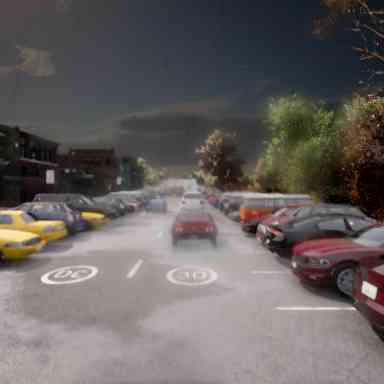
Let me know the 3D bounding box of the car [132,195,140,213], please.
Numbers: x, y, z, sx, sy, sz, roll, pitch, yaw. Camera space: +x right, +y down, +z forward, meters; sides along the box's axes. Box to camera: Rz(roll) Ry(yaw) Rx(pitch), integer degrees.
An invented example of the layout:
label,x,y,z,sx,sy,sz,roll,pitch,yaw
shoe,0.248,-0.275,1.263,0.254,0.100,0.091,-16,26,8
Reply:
label,x,y,z,sx,sy,sz,roll,pitch,yaw
car,-7.672,1.325,30.234,5.008,1.535,2.097,0,0,0

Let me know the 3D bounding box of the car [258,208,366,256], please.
label,x,y,z,sx,sy,sz,roll,pitch,yaw
car,4.897,1.425,10.650,5.008,1.535,2.097,0,0,0

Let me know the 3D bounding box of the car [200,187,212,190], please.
label,x,y,z,sx,sy,sz,roll,pitch,yaw
car,5.127,0.175,87.375,4.553,1.767,2.185,0,1,0

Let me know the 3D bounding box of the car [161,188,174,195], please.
label,x,y,z,sx,sy,sz,roll,pitch,yaw
car,-7.907,0.338,87.491,4.674,1.452,2.002,1,1,0

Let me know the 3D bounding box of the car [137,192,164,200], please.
label,x,y,z,sx,sy,sz,roll,pitch,yaw
car,-7.666,0.781,61.333,4.674,1.452,2.002,0,1,0

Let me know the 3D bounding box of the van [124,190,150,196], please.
label,x,y,z,sx,sy,sz,roll,pitch,yaw
van,-7.551,1.023,38.848,4.442,1.987,1.878,0,1,0

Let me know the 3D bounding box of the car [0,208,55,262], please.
label,x,y,z,sx,sy,sz,roll,pitch,yaw
car,-7.480,1.423,10.454,5.366,1.575,1.946,0,0,0

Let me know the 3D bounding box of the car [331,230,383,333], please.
label,x,y,z,sx,sy,sz,roll,pitch,yaw
car,4.932,1.484,4.879,4.792,1.488,2.163,0,0,0

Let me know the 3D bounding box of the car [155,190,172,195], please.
label,x,y,z,sx,sy,sz,roll,pitch,yaw
car,-7.908,0.194,92.914,4.792,1.488,2.163,0,1,0

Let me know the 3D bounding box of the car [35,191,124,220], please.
label,x,y,z,sx,sy,sz,roll,pitch,yaw
car,-7.638,1.117,21.756,5.566,2.045,2.435,0,0,0

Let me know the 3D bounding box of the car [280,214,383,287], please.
label,x,y,z,sx,sy,sz,roll,pitch,yaw
car,4.907,1.439,7.827,5.008,1.535,2.097,0,0,0

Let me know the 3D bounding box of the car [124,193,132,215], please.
label,x,y,z,sx,sy,sz,roll,pitch,yaw
car,-7.635,1.214,27.408,4.553,1.767,2.185,0,0,0

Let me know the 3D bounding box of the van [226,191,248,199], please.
label,x,y,z,sx,sy,sz,roll,pitch,yaw
van,5.021,1.128,24.643,4.442,1.987,1.878,0,0,0

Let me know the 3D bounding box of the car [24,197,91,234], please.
label,x,y,z,sx,sy,sz,roll,pitch,yaw
car,-7.635,1.272,16.105,4.553,1.767,2.185,0,0,0

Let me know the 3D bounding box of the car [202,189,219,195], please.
label,x,y,z,sx,sy,sz,roll,pitch,yaw
car,5.173,0.035,93.070,4.553,1.767,2.185,0,1,0

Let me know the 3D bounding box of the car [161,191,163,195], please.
label,x,y,z,sx,sy,sz,roll,pitch,yaw
car,-7.673,0.934,52.857,5.008,1.535,2.097,0,1,0

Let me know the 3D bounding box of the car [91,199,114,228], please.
label,x,y,z,sx,sy,sz,roll,pitch,yaw
car,-7.481,1.380,18.932,5.366,1.575,1.946,0,0,0

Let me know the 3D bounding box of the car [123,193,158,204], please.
label,x,y,z,sx,sy,sz,roll,pitch,yaw
car,-7.662,0.998,50.033,5.008,1.535,2.097,0,1,0

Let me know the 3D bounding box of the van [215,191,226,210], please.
label,x,y,z,sx,sy,sz,roll,pitch,yaw
van,4.787,1.084,33.114,4.442,1.987,1.878,0,0,0

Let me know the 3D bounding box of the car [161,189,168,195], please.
label,x,y,z,sx,sy,sz,roll,pitch,yaw
car,-7.639,0.707,64.159,4.792,1.488,2.163,0,1,0

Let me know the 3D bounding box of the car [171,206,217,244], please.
label,x,y,z,sx,sy,sz,roll,pitch,yaw
car,0.091,1.521,15.463,1.895,1.301,4.718,0,0,0

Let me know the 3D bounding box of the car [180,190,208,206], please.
label,x,y,z,sx,sy,sz,roll,pitch,yaw
car,0.093,1.061,31.313,2.150,2.045,5.566,0,0,0

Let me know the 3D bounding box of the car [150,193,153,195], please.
label,x,y,z,sx,sy,sz,roll,pitch,yaw
car,-7.665,1.231,41.559,4.674,1.452,2.002,0,1,0

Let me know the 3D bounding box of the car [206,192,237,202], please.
label,x,y,z,sx,sy,sz,roll,pitch,yaw
car,4.906,0.866,55.845,5.008,1.535,2.097,0,1,0

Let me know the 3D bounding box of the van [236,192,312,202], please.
label,x,y,z,sx,sy,sz,roll,pitch,yaw
van,5.018,1.156,18.993,4.442,1.987,1.878,0,0,0

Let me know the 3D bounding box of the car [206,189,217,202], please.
label,x,y,z,sx,sy,sz,roll,pitch,yaw
car,4.881,0.935,41.725,5.566,2.045,2.435,0,1,0

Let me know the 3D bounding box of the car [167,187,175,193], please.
label,x,y,z,sx,sy,sz,roll,pitch,yaw
car,-8.115,0.230,90.130,5.366,1.575,1.946,0,1,0

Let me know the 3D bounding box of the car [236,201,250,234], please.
label,x,y,z,sx,sy,sz,roll,pitch,yaw
car,4.907,1.396,16.297,5.008,1.535,2.097,0,0,0

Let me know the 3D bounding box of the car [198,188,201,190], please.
label,x,y,z,sx,sy,sz,roll,pitch,yaw
car,5.179,-0.019,90.157,5.566,2.045,2.435,0,1,0

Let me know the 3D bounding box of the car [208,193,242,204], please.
label,x,y,z,sx,sy,sz,roll,pitch,yaw
car,4.916,0.998,50.074,4.892,1.521,2.231,0,1,0

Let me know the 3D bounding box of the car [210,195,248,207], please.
label,x,y,z,sx,sy,sz,roll,pitch,yaw
car,4.879,1.152,44.554,4.792,1.488,2.163,0,1,0

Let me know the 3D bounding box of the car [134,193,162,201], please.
label,x,y,z,sx,sy,sz,roll,pitch,yaw
car,-7.666,0.846,58.508,4.674,1.452,2.002,0,1,0

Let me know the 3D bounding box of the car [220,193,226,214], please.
label,x,y,z,sx,sy,sz,roll,pitch,yaw
car,4.873,1.213,27.591,4.553,1.767,2.185,0,0,0

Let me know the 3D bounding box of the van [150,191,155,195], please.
label,x,y,z,sx,sy,sz,roll,pitch,yaw
van,-7.551,0.901,44.377,4.442,1.987,1.878,0,1,0

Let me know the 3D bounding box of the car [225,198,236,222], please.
label,x,y,z,sx,sy,sz,roll,pitch,yaw
car,4.909,1.369,21.820,4.892,1.521,2.231,0,0,0

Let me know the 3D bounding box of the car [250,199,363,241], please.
label,x,y,z,sx,sy,sz,roll,pitch,yaw
car,4.933,1.285,13.473,4.553,1.767,2.185,0,0,0

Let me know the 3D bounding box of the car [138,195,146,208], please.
label,x,y,z,sx,sy,sz,roll,pitch,yaw
car,-7.664,1.331,35.895,4.674,1.452,2.002,0,0,0

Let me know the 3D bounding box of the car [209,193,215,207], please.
label,x,y,z,sx,sy,sz,roll,pitch,yaw
car,4.903,1.248,38.896,5.008,1.535,2.097,0,1,0

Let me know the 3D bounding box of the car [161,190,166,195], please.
label,x,y,z,sx,sy,sz,roll,pitch,yaw
car,-7.483,0.867,55.682,5.366,1.575,1.946,0,1,0

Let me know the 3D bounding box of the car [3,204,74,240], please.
label,x,y,z,sx,sy,sz,roll,pitch,yaw
car,-7.851,1.409,13.280,5.366,1.575,1.946,0,0,0

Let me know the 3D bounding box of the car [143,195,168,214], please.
label,x,y,z,sx,sy,sz,roll,pitch,yaw
car,-3.350,1.360,32.612,1.812,1.442,4.674,0,0,0

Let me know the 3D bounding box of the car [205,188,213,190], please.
label,x,y,z,sx,sy,sz,roll,pitch,yaw
car,4.880,0.679,58.541,4.553,1.767,2.185,0,1,0

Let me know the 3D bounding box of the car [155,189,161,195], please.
label,x,y,z,sx,sy,sz,roll,pitch,yaw
car,-7.696,0.811,47.202,5.566,2.045,2.435,0,1,0
